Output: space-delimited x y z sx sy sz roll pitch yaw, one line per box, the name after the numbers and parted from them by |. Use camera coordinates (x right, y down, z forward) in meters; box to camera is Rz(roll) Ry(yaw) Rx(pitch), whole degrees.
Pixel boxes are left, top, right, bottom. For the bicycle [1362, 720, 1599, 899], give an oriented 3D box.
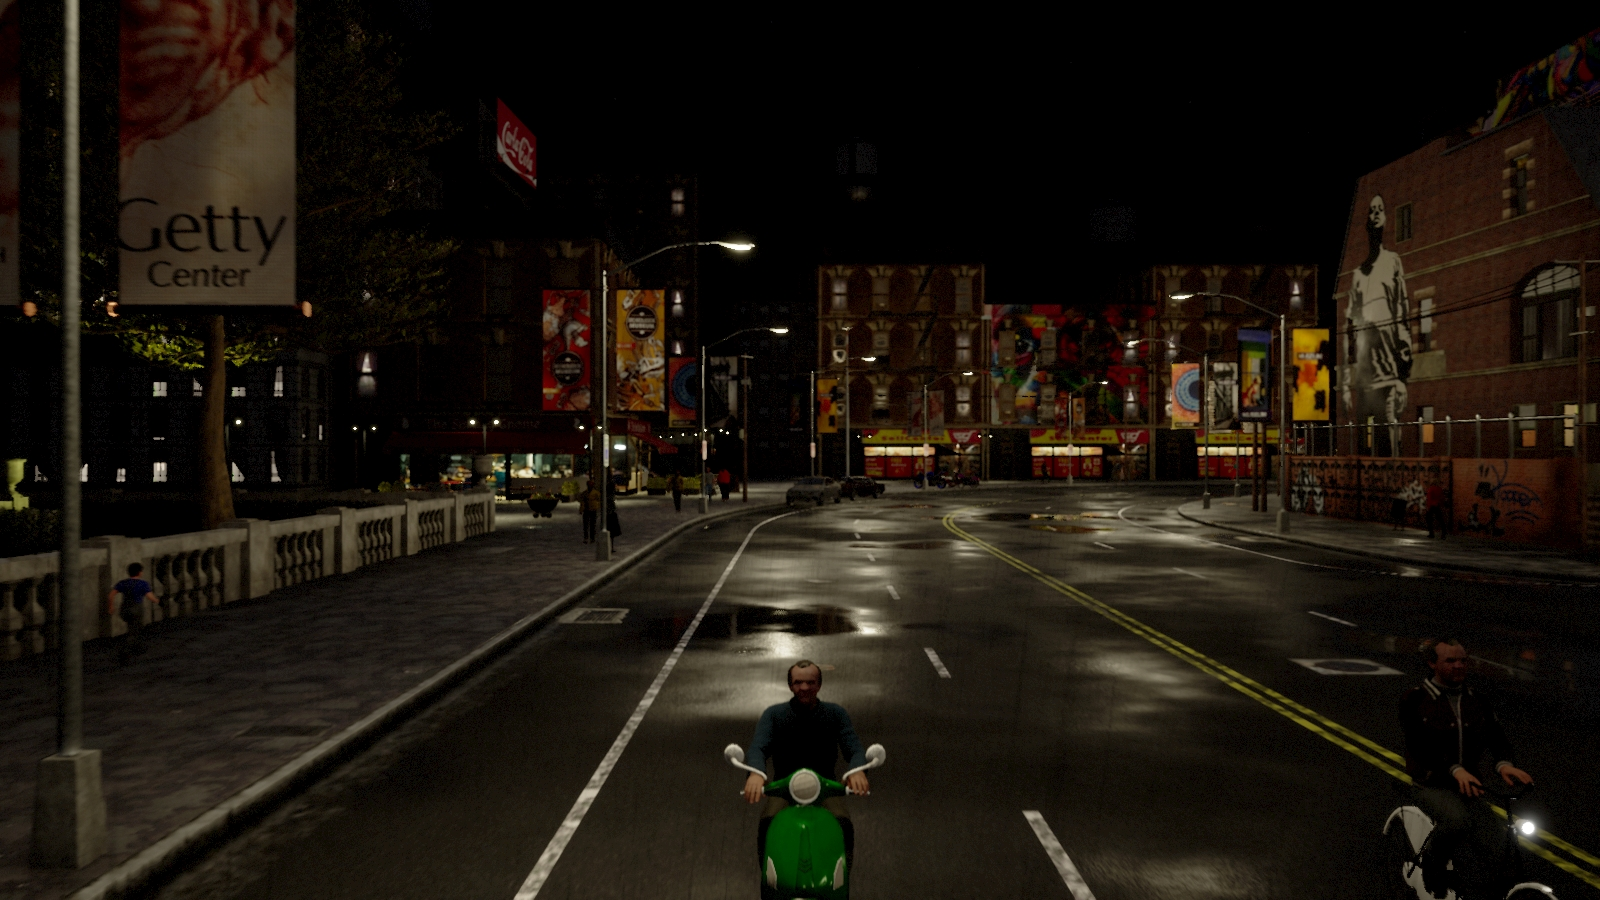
3.543 2.207 5.953 0.329 1.171 1.835 0 0 0 | bicycle

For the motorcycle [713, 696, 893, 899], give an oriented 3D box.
0.017 2.179 6.315 0.856 1.236 1.805 0 0 0 | motorcycle

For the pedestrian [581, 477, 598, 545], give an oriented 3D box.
-5.803 1.681 31.503 0.375 1.860 0.375 0 0 2 | pedestrian

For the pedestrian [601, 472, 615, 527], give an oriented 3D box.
-6.535 1.678 38.875 0.375 1.860 0.375 0 0 7 | pedestrian

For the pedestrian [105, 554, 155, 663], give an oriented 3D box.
-8.348 1.971 14.241 0.375 1.300 0.375 0 0 8 | pedestrian

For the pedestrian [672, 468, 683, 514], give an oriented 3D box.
-5.019 1.675 46.823 0.375 1.860 0.375 0 0 3 | pedestrian

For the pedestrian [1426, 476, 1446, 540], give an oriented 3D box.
18.580 1.681 33.392 0.375 1.860 0.375 0 0 0 | pedestrian
